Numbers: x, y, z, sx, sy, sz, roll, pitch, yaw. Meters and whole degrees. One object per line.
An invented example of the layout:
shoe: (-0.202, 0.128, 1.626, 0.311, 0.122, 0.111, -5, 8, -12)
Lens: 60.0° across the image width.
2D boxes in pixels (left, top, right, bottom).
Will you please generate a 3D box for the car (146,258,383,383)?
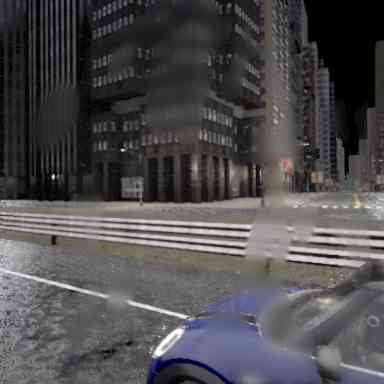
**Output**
car: (1.769, 1.352, 2.606, 4.553, 1.767, 2.097, -1, -1, 36)
